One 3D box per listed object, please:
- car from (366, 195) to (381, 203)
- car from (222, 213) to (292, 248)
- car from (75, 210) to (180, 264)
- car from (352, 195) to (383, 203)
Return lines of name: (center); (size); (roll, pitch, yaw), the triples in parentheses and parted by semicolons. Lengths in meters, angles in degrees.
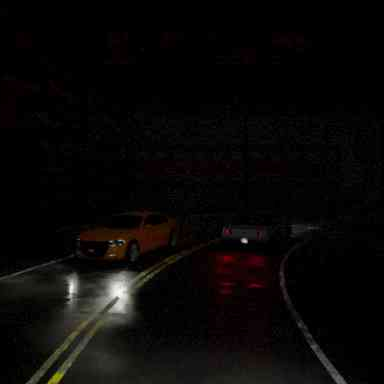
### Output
car: (33.879, 1.190, 64.197); (1.853, 1.218, 4.536); (0, 0, -34)
car: (3.066, 1.577, 14.702); (1.895, 1.301, 4.718); (0, 0, 28)
car: (-2.095, 1.458, 12.165); (1.882, 1.535, 5.008); (0, 0, 21)
car: (33.850, 1.348, 64.240); (2.038, 1.542, 4.974); (0, 0, -34)
